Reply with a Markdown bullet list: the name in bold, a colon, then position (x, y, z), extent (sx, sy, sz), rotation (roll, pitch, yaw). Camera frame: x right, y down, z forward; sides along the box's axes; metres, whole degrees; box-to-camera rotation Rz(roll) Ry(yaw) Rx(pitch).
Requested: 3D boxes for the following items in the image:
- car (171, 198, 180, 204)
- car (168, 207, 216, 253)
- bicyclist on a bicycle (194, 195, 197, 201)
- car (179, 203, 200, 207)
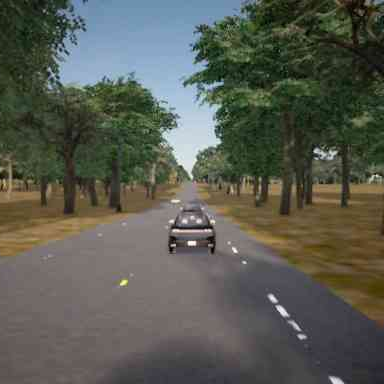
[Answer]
- **car**: position (-3.490, 1.938, 71.715), extent (1.895, 1.301, 4.718), rotation (0, 0, 0)
- **car**: position (0.008, 1.634, 14.292), extent (2.128, 1.511, 4.902), rotation (0, 0, 0)
- **bicyclist on a bicycle**: position (0.971, 1.736, 89.279), extent (0.866, 1.612, 1.509), rotation (0, 0, 0)
- **car**: position (0.010, 1.791, 29.280), extent (1.837, 1.490, 4.892), rotation (0, 0, 0)
